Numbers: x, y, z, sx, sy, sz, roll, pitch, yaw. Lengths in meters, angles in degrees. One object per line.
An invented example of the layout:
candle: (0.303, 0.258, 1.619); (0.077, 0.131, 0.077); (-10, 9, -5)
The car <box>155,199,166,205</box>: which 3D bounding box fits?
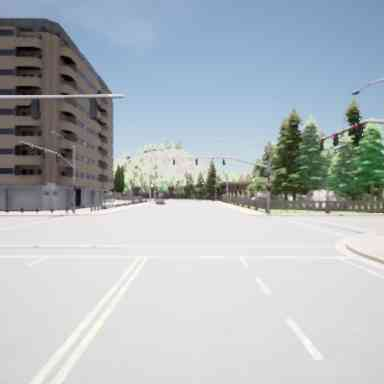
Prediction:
car: (-7.015, 2.216, 74.103); (1.812, 1.442, 4.674); (0, -1, 0)
